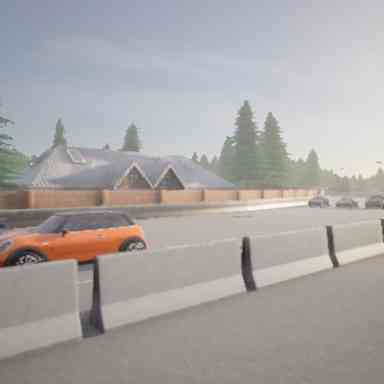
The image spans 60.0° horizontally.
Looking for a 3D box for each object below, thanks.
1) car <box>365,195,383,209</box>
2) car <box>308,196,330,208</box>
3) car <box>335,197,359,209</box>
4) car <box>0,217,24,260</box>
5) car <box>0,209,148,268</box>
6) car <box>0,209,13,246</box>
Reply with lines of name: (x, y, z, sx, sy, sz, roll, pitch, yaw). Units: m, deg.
car: (22.606, 1.138, 40.594, 2.097, 1.767, 4.553, 0, 0, 38)
car: (17.269, 1.333, 45.120, 1.837, 1.490, 4.892, 0, 0, 38)
car: (20.177, 1.352, 43.105, 2.033, 1.411, 5.357, 0, 0, 38)
car: (-8.329, 1.661, 11.003, 4.718, 1.301, 1.895, 0, 0, -36)
car: (-3.694, 1.375, 10.103, 4.553, 1.767, 2.097, 0, 0, -37)
car: (-10.378, 1.579, 13.858, 4.892, 1.490, 1.837, 0, 0, -36)
